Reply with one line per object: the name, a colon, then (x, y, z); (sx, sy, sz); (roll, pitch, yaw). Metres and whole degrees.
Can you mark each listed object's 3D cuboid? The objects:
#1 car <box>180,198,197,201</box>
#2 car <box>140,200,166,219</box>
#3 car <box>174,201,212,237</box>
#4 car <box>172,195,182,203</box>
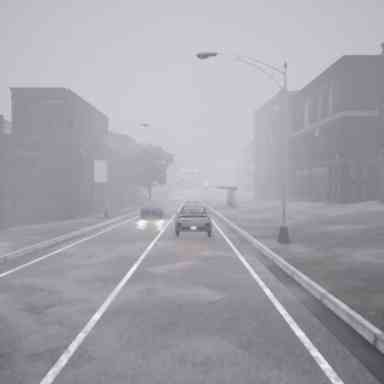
car: (0.015, 1.591, 36.328); (2.033, 1.411, 5.357); (0, 0, 0)
car: (-3.441, 1.504, 29.977); (1.882, 1.535, 5.008); (0, 0, 0)
car: (0.071, 1.495, 18.218); (2.128, 1.511, 4.902); (0, 0, 0)
car: (-3.174, 1.389, 70.371); (1.882, 1.535, 5.008); (0, 1, 0)
